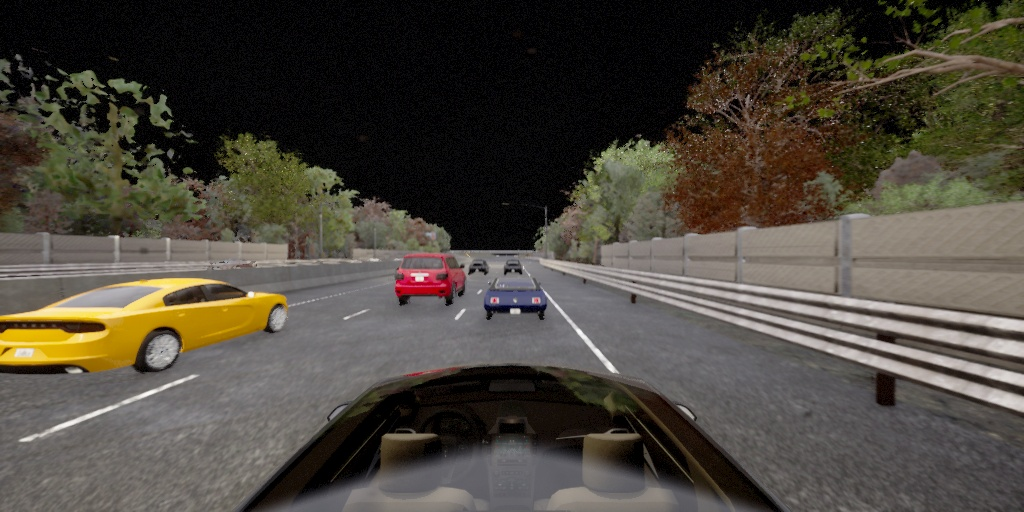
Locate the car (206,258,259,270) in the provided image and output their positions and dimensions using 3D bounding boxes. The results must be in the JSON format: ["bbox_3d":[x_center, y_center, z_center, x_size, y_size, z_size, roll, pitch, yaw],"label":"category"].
[{"bbox_3d":[-24.496,0.836,31.564,1.994,1.385,4.181,0,0,0],"label":"car"}]

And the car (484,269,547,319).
[{"bbox_3d":[0.102,1.317,12.626,1.895,1.301,4.718,0,0,0],"label":"car"}]

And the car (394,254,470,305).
[{"bbox_3d":[-3.396,0.929,15.872,2.150,2.045,5.566,0,0,0],"label":"car"}]

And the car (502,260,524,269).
[{"bbox_3d":[0.106,1.161,36.705,1.837,1.490,4.892,0,0,0],"label":"car"}]

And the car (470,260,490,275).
[{"bbox_3d":[-3.395,1.160,37.287,1.837,1.490,4.892,0,0,0],"label":"car"}]

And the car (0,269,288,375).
[{"bbox_3d":[-6.899,1.209,7.548,1.882,1.535,5.008,0,0,0],"label":"car"}]
